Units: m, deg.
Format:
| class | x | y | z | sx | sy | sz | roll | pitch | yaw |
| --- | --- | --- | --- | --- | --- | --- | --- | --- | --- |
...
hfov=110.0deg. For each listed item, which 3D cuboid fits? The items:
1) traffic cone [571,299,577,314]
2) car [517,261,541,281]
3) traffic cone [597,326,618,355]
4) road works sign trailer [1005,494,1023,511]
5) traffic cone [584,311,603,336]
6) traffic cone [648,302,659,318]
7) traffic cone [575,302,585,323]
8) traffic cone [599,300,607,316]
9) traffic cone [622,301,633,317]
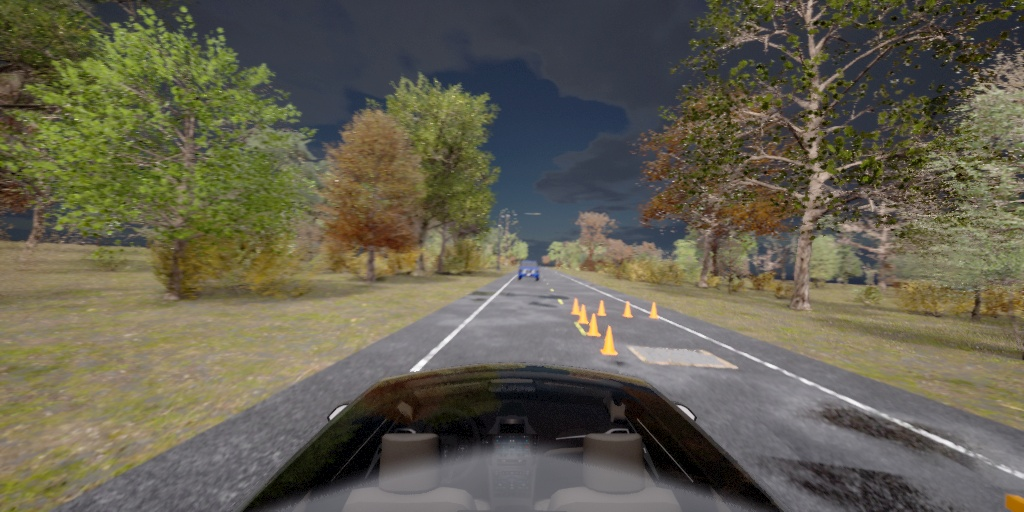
| class | x | y | z | sx | sy | sz | roll | pitch | yaw |
| --- | --- | --- | --- | --- | --- | --- | --- | --- | --- |
| traffic cone | 2.487 | 1.962 | 14.044 | 0.340 | 0.580 | 0.340 | 0 | 0 | 3 |
| car | 1.766 | 1.518 | 37.634 | 2.150 | 2.045 | 5.566 | 2 | -1 | 3 |
| traffic cone | 2.166 | 1.872 | 8.053 | 0.340 | 0.580 | 0.340 | 0 | 0 | 3 |
| road works sign trailer | 3.281 | 0.338 | 0.989 | 2.380 | 3.560 | 2.880 | 0 | 0 | 3 |
| traffic cone | 2.273 | 1.902 | 10.050 | 0.340 | 0.580 | 0.340 | 0 | 0 | 3 |
| traffic cone | 5.480 | 2.081 | 13.881 | 0.340 | 0.580 | 0.340 | 0 | 0 | 3 |
| traffic cone | 2.380 | 1.932 | 12.047 | 0.340 | 0.580 | 0.340 | 0 | 0 | 3 |
| traffic cone | 3.485 | 2.002 | 13.990 | 0.340 | 0.580 | 0.340 | 0 | 0 | 3 |
| traffic cone | 4.483 | 2.042 | 13.935 | 0.340 | 0.580 | 0.340 | 0 | 0 | 3 |
